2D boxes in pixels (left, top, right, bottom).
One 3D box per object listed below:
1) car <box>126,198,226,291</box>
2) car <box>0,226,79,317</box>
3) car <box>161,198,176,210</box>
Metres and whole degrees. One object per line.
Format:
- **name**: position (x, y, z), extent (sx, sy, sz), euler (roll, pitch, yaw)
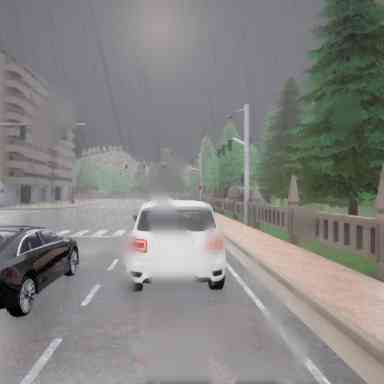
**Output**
- **car**: position (-0.473, 1.221, 9.169), extent (2.150, 2.045, 5.566), euler (0, 0, -4)
- **car**: position (-3.966, 1.492, 7.390), extent (2.128, 1.511, 4.902), euler (0, 0, -3)
- **car**: position (-3.136, 1.526, 44.406), extent (1.812, 1.442, 4.674), euler (0, 0, -4)
